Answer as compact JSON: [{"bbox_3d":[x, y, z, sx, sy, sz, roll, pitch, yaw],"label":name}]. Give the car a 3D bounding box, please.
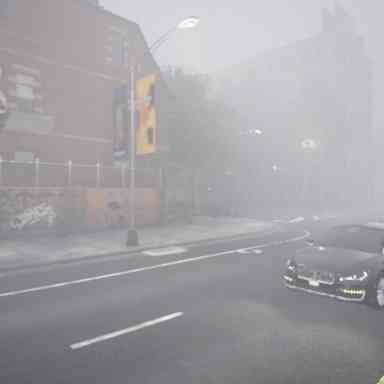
[{"bbox_3d":[4.115,1.520,8.020,4.892,1.490,1.837,1,-1,-43],"label":"car"}]
